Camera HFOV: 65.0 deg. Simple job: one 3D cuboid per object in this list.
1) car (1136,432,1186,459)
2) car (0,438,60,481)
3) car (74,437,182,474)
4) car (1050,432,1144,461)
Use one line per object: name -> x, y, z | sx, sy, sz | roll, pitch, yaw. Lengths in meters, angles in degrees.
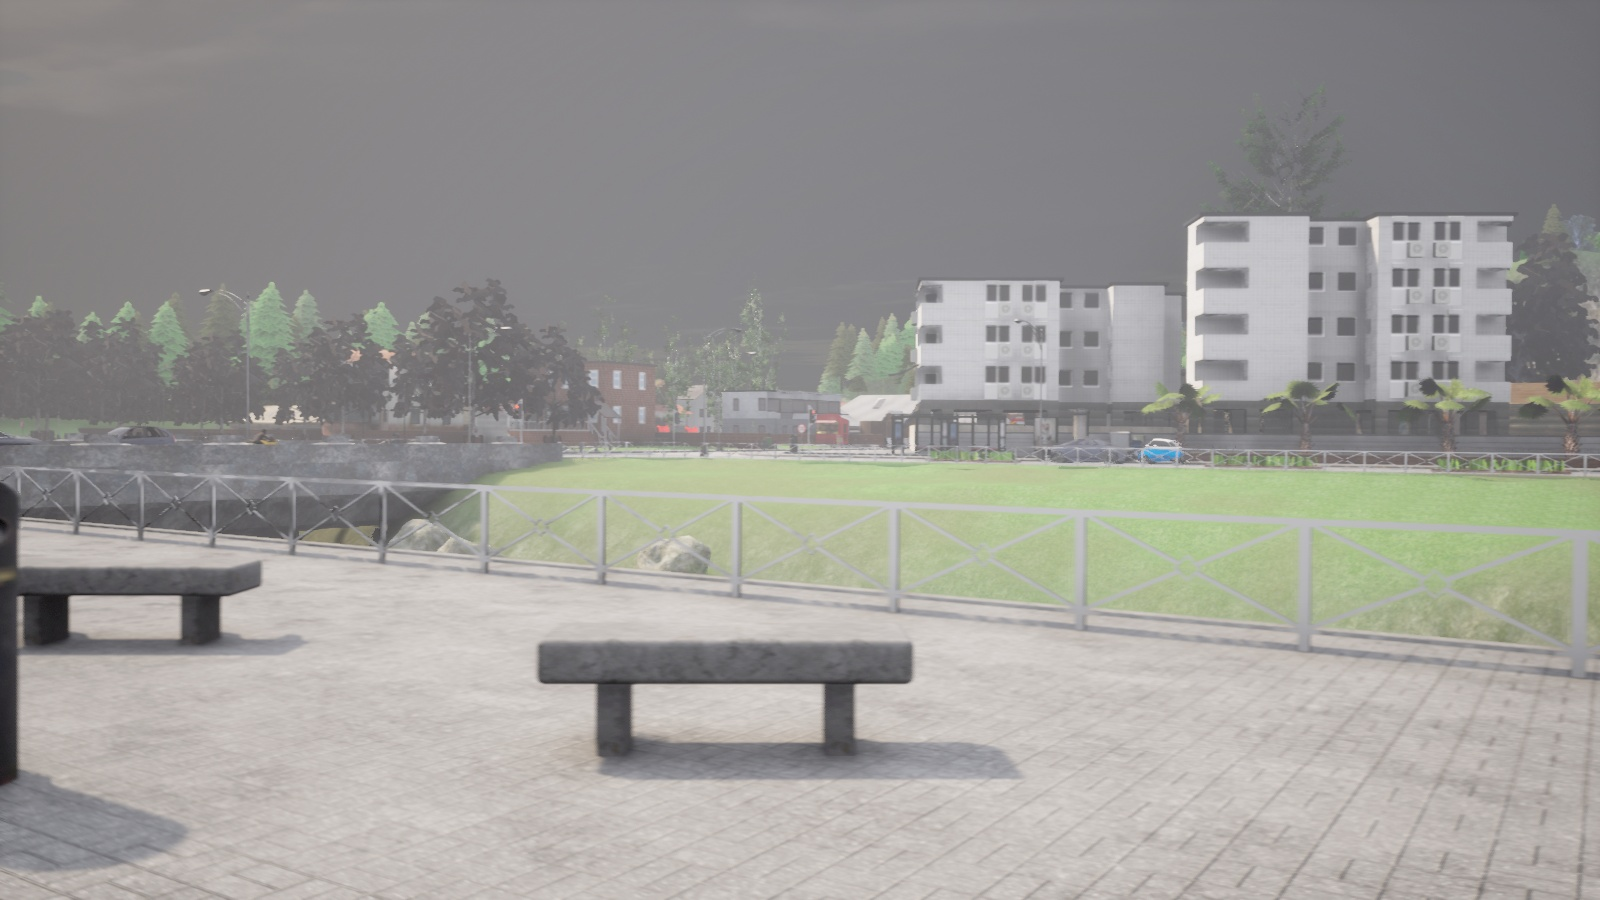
car -> 18.840, -0.257, 65.531 | 2.207, 1.376, 1.481 | 0, 1, 33
car -> -31.889, 0.367, 48.935 | 2.033, 1.649, 4.856 | 0, 1, 33
car -> -30.897, 0.210, 57.829 | 1.851, 1.617, 3.988 | 0, 1, 33
car -> 14.944, -0.178, 63.291 | 4.181, 1.385, 1.994 | 0, 1, 33
